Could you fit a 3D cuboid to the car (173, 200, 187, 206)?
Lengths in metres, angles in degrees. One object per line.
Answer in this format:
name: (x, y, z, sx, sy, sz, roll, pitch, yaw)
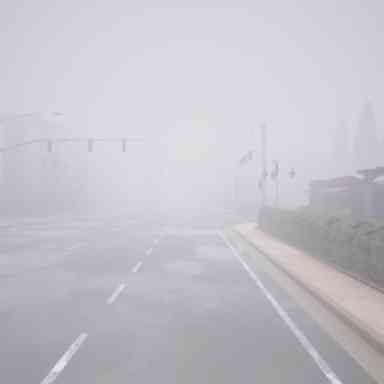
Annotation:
car: (-2.921, 2.619, 80.952, 1.837, 1.490, 4.892, 0, -1, 25)
